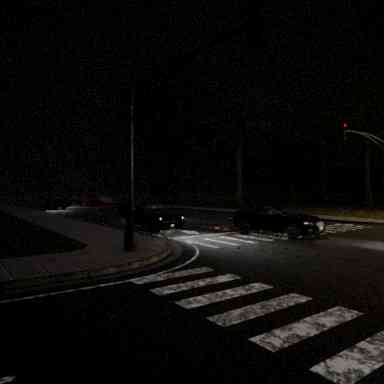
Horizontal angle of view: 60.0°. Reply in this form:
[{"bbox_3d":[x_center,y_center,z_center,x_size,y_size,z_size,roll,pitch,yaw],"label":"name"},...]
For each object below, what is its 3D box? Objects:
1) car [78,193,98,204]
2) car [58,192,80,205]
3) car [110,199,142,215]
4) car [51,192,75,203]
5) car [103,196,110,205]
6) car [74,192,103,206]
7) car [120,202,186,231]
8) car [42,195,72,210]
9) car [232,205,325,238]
[{"bbox_3d":[-18.701,1.163,59.632,2.097,1.767,4.553,0,0,-36],"label":"car"},{"bbox_3d":[-21.367,1.039,57.771,2.150,2.045,5.566,0,0,-36],"label":"car"},{"bbox_3d":[-5.317,1.379,29.946,1.882,1.535,5.008,0,0,-36],"label":"car"},{"bbox_3d":[-19.745,1.062,49.983,2.150,2.045,5.566,0,0,-36],"label":"car"},{"bbox_3d":[-14.496,1.349,53.876,1.812,1.442,4.674,0,0,-35],"label":"car"},{"bbox_3d":[-15.555,1.187,49.849,2.097,1.767,4.553,0,0,-35],"label":"car"},{"bbox_3d":[-2.370,1.541,20.343,1.895,1.301,4.718,0,0,-36],"label":"car"},{"bbox_3d":[-16.589,1.411,39.975,2.033,1.411,5.357,0,0,-36],"label":"car"},{"bbox_3d":[4.394,1.449,17.515,2.128,1.511,4.902,0,0,-45],"label":"car"}]
